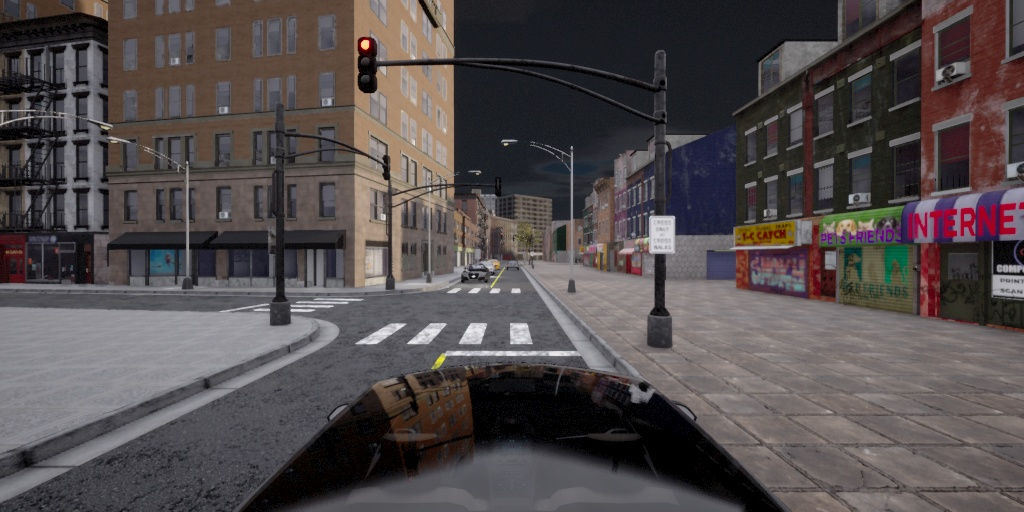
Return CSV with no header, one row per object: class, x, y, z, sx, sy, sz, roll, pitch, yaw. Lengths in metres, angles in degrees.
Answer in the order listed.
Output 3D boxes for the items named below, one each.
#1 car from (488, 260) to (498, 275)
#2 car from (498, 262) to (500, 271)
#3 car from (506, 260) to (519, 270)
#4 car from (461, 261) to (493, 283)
car,-2.778,1.282,38.086,1.812,1.442,4.674,0,0,0
car,-2.739,1.239,50.635,1.882,1.535,5.008,0,0,0
car,0.102,1.310,52.801,2.033,1.411,5.357,0,0,0
car,-2.798,1.317,28.176,1.994,1.385,4.181,0,0,0
